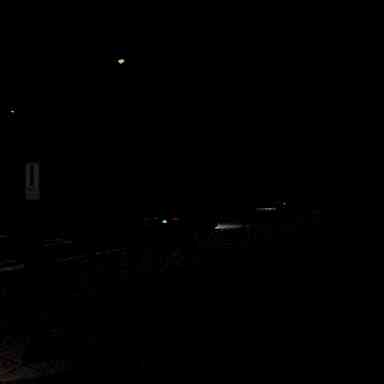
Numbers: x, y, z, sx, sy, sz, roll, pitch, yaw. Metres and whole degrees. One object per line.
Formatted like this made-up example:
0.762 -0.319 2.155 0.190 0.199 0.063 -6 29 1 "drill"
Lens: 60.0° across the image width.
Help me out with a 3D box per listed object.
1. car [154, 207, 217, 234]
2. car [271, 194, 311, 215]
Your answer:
-0.269 1.536 19.063 1.994 1.385 4.181 -1 0 35 "car"
10.445 1.218 34.158 2.150 2.045 5.566 -1 -1 35 "car"
